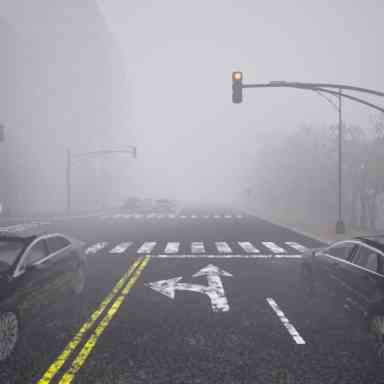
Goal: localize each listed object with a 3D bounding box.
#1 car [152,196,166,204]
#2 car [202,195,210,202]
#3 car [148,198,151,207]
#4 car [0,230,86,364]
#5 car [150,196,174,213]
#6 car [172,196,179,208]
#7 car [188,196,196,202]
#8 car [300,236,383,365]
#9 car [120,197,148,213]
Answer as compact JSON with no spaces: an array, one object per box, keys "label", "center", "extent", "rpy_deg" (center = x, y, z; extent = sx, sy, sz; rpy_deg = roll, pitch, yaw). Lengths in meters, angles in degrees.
[{"label":"car","center":[-6.527,1.570,66.320],"extent":[2.033,1.411,5.357],"rpy_deg":[0,0,1]},{"label":"car","center":[3.257,1.511,78.516],"extent":[1.882,1.535,5.008],"rpy_deg":[0,0,0]},{"label":"car","center":[-6.594,1.557,48.662],"extent":[2.033,1.411,5.357],"rpy_deg":[0,0,0]},{"label":"car","center":[-3.351,1.491,5.846],"extent":[2.128,1.511,4.902],"rpy_deg":[0,0,0]},{"label":"car","center":[-3.335,1.531,37.830],"extent":[1.812,1.442,4.674],"rpy_deg":[0,0,-1]},{"label":"car","center":[-3.343,1.574,48.097],"extent":[1.994,1.385,4.181],"rpy_deg":[0,0,0]},{"label":"car","center":[0.008,1.628,78.446],"extent":[1.895,1.301,4.718],"rpy_deg":[0,0,0]},{"label":"car","center":[3.350,1.491,5.650],"extent":[2.128,1.511,4.902],"rpy_deg":[0,0,0]},{"label":"car","center":[-6.598,1.357,37.026],"extent":[2.097,1.767,4.553],"rpy_deg":[0,0,0]}]
